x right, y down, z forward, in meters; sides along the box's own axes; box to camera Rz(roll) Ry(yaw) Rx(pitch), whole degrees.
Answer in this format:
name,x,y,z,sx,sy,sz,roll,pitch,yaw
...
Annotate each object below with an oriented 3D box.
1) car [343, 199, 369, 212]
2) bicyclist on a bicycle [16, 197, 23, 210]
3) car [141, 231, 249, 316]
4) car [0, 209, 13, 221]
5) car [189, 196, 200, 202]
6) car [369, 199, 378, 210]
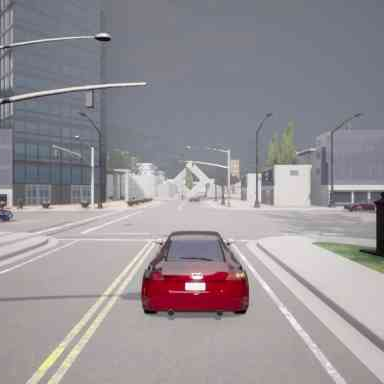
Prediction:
name,x,y,z,sx,sy,sz,roll,pitch,yaw
car,19.833,1.502,37.071,5.357,1.411,2.033,0,0,-1
bicyclist on a bicycle,-22.017,1.466,42.488,0.582,1.620,1.656,-1,0,0
car,0.067,1.564,7.616,1.994,1.385,4.181,0,0,0
car,-16.564,1.635,26.040,4.674,1.442,1.812,-1,0,0
car,0.661,1.595,76.958,1.895,1.301,4.718,0,0,12
car,21.510,1.167,33.568,5.566,2.045,2.150,0,0,0
